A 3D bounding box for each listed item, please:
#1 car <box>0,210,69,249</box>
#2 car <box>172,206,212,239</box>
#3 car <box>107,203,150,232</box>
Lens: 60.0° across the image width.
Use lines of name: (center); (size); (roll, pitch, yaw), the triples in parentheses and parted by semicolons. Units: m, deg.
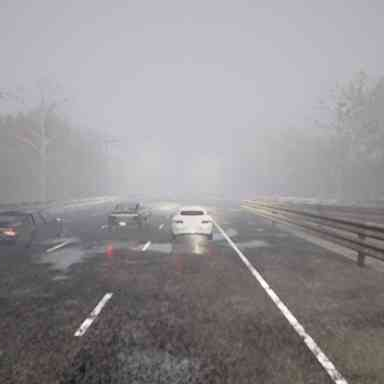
car: (-6.983, 1.463, 14.059); (2.033, 1.411, 5.357); (0, 0, -1)
car: (-0.013, 1.426, 16.494); (1.812, 1.442, 4.674); (0, 0, -1)
car: (-3.549, 1.377, 19.297); (2.128, 1.511, 4.902); (0, 0, -1)
